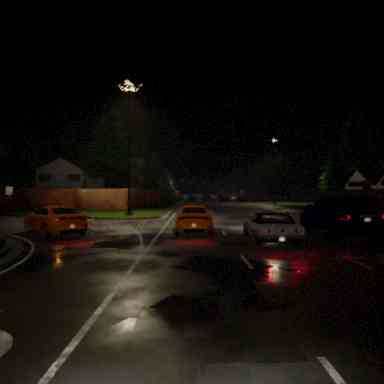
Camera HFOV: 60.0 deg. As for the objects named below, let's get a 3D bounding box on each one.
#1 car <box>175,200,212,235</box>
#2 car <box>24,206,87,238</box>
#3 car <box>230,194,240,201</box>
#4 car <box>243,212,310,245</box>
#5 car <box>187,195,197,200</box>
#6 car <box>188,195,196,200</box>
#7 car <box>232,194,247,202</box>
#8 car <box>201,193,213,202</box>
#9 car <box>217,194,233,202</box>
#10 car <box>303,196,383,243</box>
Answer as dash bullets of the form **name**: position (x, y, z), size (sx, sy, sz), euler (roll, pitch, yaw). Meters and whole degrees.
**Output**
- **car**: position (0.096, 1.461, 18.651), size (1.882, 1.535, 5.008), euler (0, 0, 0)
- **car**: position (-7.301, 1.461, 17.660), size (1.882, 1.535, 5.008), euler (1, -1, -41)
- **car**: position (10.487, 1.254, 81.628), size (1.882, 1.535, 5.008), euler (0, 0, 0)
- **car**: position (3.596, 1.587, 15.487), size (1.895, 1.301, 4.718), euler (0, 0, 0)
- **car**: position (-0.011, 1.450, 71.206), size (2.128, 1.511, 4.902), euler (0, 0, 0)
- **car**: position (-0.013, 1.328, 81.626), size (1.994, 1.385, 4.181), euler (0, 0, 0)
- **car**: position (10.489, 1.466, 71.209), size (2.033, 1.411, 5.357), euler (0, 0, 0)
- **car**: position (3.489, 1.466, 72.008), size (2.033, 1.411, 5.357), euler (0, 0, 0)
- **car**: position (6.989, 1.521, 71.655), size (1.895, 1.301, 4.718), euler (0, 0, 0)
- **car**: position (7.097, 1.207, 16.119), size (2.150, 2.045, 5.566), euler (0, 0, 0)
